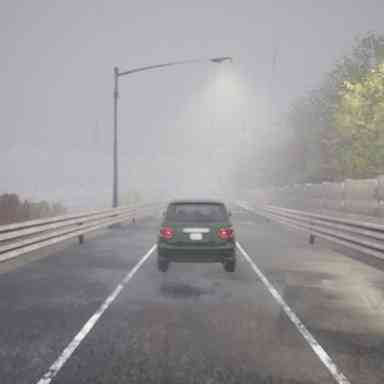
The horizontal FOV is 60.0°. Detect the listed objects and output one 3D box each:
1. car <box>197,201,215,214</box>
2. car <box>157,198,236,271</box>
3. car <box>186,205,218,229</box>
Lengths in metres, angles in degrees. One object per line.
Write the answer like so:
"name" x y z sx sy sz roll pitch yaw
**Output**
"car" 1.710 1.810 39.212 1.895 1.301 4.718 0 0 4
"car" 0.168 1.218 10.963 2.150 2.045 5.566 0 0 1
"car" 0.732 1.653 23.311 1.994 1.385 4.181 0 0 3
